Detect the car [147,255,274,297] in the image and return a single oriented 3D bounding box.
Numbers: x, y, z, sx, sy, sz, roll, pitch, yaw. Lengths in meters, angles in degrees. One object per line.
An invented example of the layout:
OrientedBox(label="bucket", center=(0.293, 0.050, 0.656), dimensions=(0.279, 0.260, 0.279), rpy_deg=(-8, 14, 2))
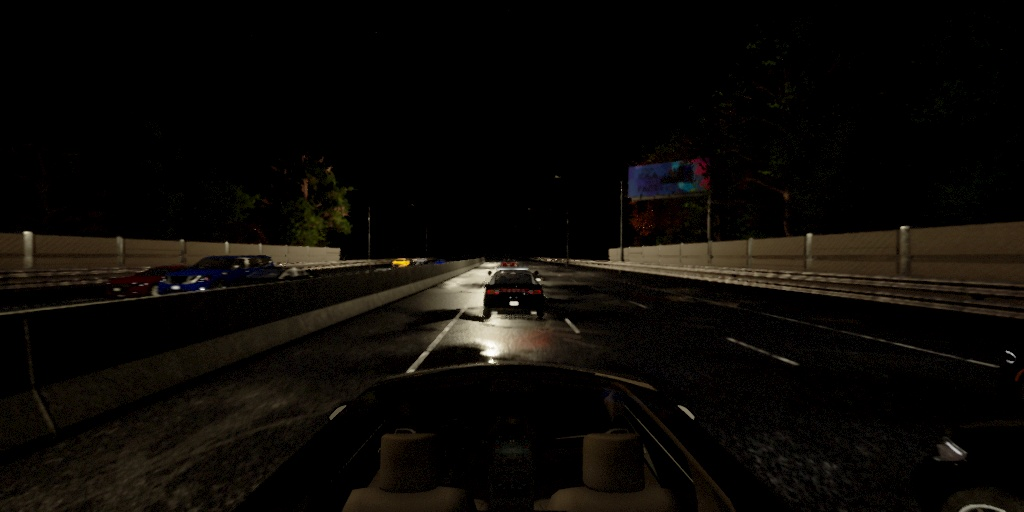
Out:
OrientedBox(label="car", center=(-14.195, 0.972, 17.883), dimensions=(2.150, 2.045, 5.566), rpy_deg=(0, 0, 0))

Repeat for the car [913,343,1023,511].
OrientedBox(label="car", center=(3.595, 1.275, 0.386), dimensions=(1.812, 1.442, 4.674), rpy_deg=(0, 0, 0))

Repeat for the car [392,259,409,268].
OrientedBox(label="car", center=(-18.559, 1.207, 59.983), dimensions=(1.882, 1.535, 5.008), rpy_deg=(0, 0, -1))

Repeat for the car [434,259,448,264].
OrientedBox(label="car", center=(-11.523, 1.255, 58.684), dimensions=(1.812, 1.442, 4.674), rpy_deg=(0, 0, -1))

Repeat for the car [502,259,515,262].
OrientedBox(label="car", center=(-0.426, 1.093, 42.834), dimensions=(2.097, 1.767, 4.553), rpy_deg=(0, 0, -1))

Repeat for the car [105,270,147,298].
OrientedBox(label="car", center=(-17.705, 1.230, 18.536), dimensions=(1.882, 1.535, 5.008), rpy_deg=(0, 0, -1))

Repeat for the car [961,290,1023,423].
OrientedBox(label="car", center=(7.093, 1.226, 2.406), dimensions=(1.882, 1.535, 5.008), rpy_deg=(0, 0, 0))

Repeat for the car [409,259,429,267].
OrientedBox(label="car", center=(-15.045, 1.221, 59.466), dimensions=(2.128, 1.511, 4.902), rpy_deg=(0, 0, -1))

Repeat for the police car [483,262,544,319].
OrientedBox(label="police car", center=(0.044, 1.175, 13.016), dimensions=(1.930, 1.638, 5.238), rpy_deg=(0, 0, 0))

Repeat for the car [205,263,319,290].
OrientedBox(label="car", center=(-10.683, 1.243, 16.285), dimensions=(2.128, 1.511, 4.902), rpy_deg=(0, 0, -1))
